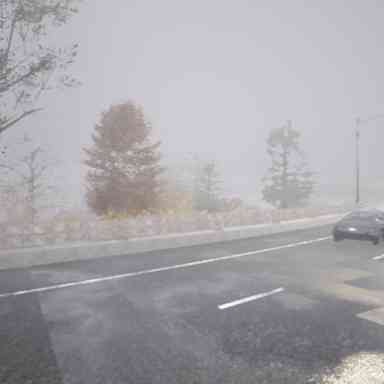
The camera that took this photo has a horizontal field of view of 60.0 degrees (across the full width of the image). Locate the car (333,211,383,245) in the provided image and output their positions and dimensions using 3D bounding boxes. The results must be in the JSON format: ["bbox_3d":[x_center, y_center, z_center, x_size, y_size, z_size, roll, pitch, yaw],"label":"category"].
[{"bbox_3d":[8.411,1.595,15.887,4.181,1.385,1.994,0,0,-44],"label":"car"}]
